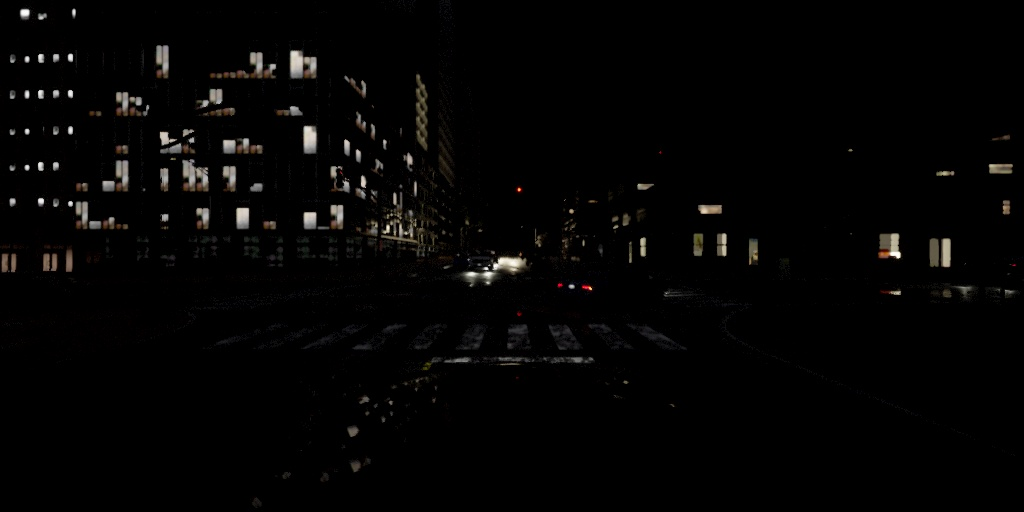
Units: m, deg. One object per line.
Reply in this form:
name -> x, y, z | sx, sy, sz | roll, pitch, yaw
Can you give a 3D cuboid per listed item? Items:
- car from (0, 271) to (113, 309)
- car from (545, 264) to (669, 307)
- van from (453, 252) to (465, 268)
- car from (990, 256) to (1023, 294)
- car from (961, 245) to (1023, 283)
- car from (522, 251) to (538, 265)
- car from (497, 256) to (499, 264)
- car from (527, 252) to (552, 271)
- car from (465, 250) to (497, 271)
car -> -17.391, 1.215, 13.212 | 4.207, 1.307, 1.802 | 0, 0, 1
car -> 4.054, 1.074, 14.126 | 5.357, 1.411, 2.033 | -1, 1, -39
van -> -5.593, 0.429, 40.653 | 1.690, 1.789, 3.998 | 0, 0, 0
car -> 20.717, 0.806, 12.746 | 4.829, 1.417, 1.751 | 0, 0, 1
car -> 26.911, 0.447, 18.462 | 5.566, 2.045, 2.150 | -1, 0, 1
car -> 2.803, 0.306, 46.343 | 2.192, 1.841, 5.009 | 0, 0, 0
car -> -2.950, 0.371, 52.878 | 2.128, 1.511, 4.902 | 0, 1, 0
car -> 2.774, 0.624, 34.997 | 1.967, 1.591, 4.097 | 0, 0, 0
car -> -3.013, 0.392, 35.800 | 2.150, 2.045, 5.566 | 0, 1, 0
